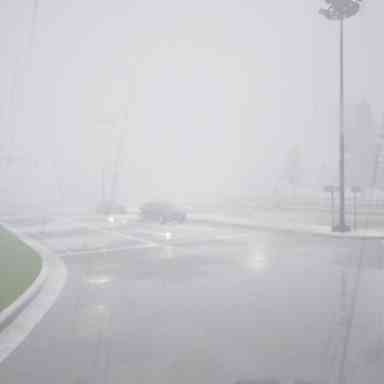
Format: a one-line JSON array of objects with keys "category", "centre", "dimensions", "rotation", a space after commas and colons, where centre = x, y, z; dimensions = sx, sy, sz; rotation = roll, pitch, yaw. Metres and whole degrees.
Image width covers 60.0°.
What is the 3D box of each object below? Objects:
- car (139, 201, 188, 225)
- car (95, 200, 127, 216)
[{"category": "car", "centre": [-2.187, 1.445, 24.102], "dimensions": [1.837, 1.490, 4.892], "rotation": [0, 0, -35]}, {"category": "car", "centre": [-7.905, 1.504, 32.357], "dimensions": [1.994, 1.385, 4.181], "rotation": [0, 0, -34]}]
